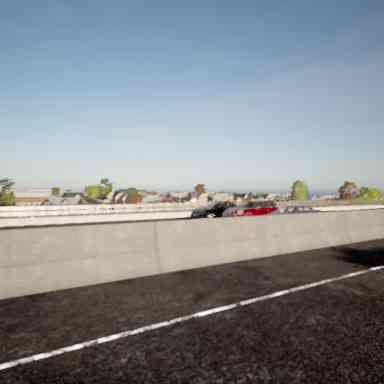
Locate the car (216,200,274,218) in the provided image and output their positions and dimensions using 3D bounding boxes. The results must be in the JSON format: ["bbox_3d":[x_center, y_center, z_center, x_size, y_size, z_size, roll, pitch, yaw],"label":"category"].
[{"bbox_3d":[4.366,1.385,24.168,4.553,1.767,2.097,0,0,-35],"label":"car"}]

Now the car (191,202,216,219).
[{"bbox_3d":[2.259,1.509,26.967,5.008,1.535,1.882,0,0,-35],"label":"car"}]

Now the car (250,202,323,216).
[{"bbox_3d":[6.519,1.582,21.410,5.357,1.411,2.033,0,0,-35],"label":"car"}]
